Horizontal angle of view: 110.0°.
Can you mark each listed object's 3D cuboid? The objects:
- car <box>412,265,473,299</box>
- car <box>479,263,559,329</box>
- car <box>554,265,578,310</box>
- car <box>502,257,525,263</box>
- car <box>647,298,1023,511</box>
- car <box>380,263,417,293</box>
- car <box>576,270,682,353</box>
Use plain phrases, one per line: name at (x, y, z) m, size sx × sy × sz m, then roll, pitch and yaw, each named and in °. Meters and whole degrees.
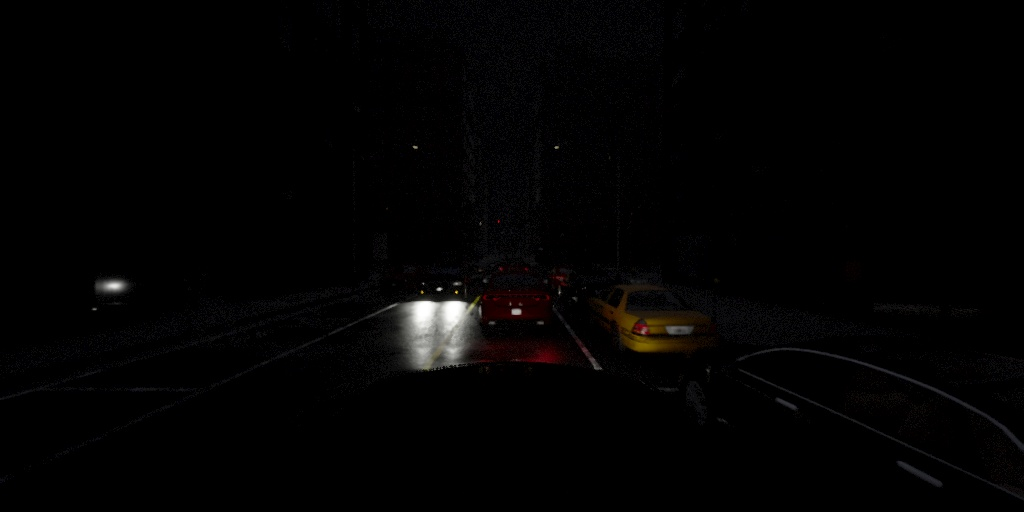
car at (-2.993, 1.164, 16.788) m, size 1.994 × 1.385 × 4.181 m, roll 0°, pitch 1°, yaw 0°
car at (0.106, 1.136, 10.904) m, size 1.882 × 1.535 × 5.008 m, roll 0°, pitch 1°, yaw 0°
car at (2.884, 1.194, 13.866) m, size 1.948 × 1.339 × 4.313 m, roll 0°, pitch 0°, yaw 0°
car at (0.116, 0.875, 24.363) m, size 2.097 × 1.767 × 4.553 m, roll 0°, pitch 1°, yaw 0°
car at (2.874, 1.291, 2.694) m, size 2.007 × 1.370 × 4.403 m, roll 0°, pitch 0°, yaw 0°
car at (-5.656, 1.117, 19.456) m, size 1.888 × 1.381 × 4.507 m, roll 0°, pitch 0°, yaw 0°
car at (2.879, 1.210, 8.450) m, size 1.751 × 1.417 × 4.829 m, roll 0°, pitch 0°, yaw 0°
